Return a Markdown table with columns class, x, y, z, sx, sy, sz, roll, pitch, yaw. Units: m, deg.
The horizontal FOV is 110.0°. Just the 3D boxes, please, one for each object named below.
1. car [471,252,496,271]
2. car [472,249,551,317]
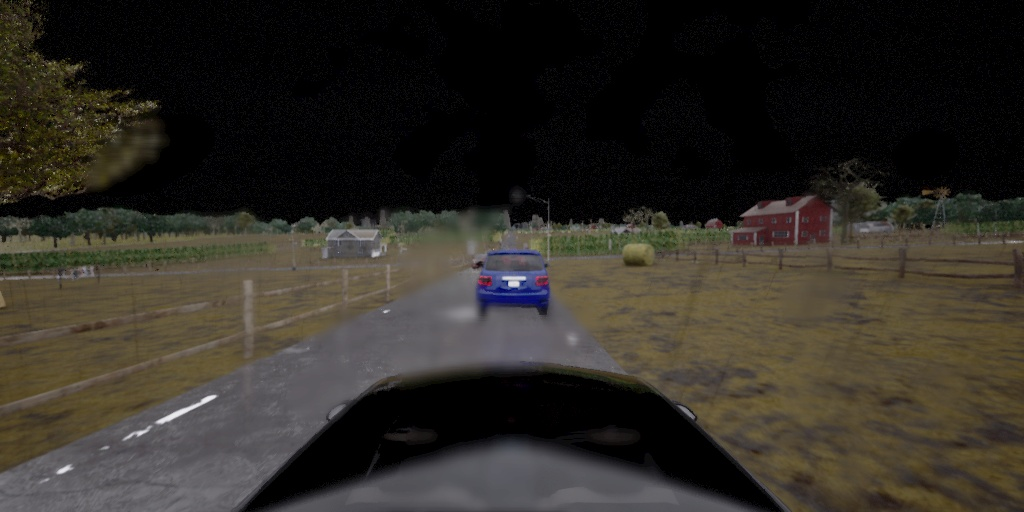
| class | x | y | z | sx | sy | sz | roll | pitch | yaw |
| --- | --- | --- | --- | --- | --- | --- | --- | --- | --- |
| car | -2.828 | 0.461 | 36.323 | 2.097 | 1.767 | 4.553 | 0 | 1 | 0 |
| car | 0.074 | 0.783 | 12.349 | 2.150 | 2.045 | 5.566 | 0 | 1 | 0 |
